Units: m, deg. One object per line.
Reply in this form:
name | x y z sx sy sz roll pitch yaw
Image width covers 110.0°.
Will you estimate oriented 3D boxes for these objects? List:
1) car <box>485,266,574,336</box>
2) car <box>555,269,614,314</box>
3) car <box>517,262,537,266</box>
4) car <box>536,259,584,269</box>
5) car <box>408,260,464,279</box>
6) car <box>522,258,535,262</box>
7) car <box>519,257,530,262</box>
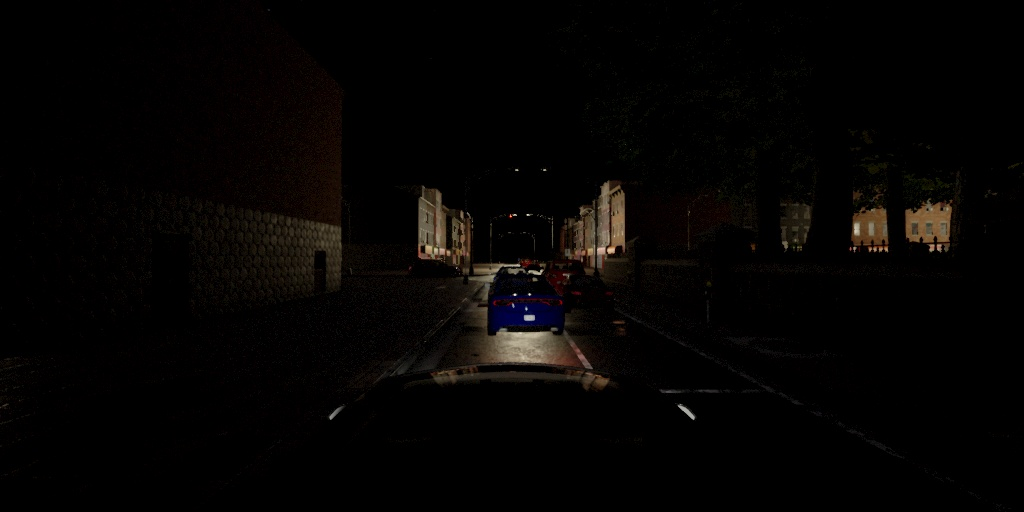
car | 0.227 1.230 10.477 1.882 1.535 5.008 0 0 -4
car | 2.635 1.336 13.555 1.802 1.307 4.207 0 0 0
car | 0.066 1.236 18.048 1.882 1.535 5.008 0 0 1
car | 2.634 1.074 19.004 2.192 1.841 5.009 0 0 0
car | -6.426 1.102 30.598 4.553 1.767 2.097 0 -1 0
car | 2.628 1.349 45.433 1.888 1.381 4.507 0 0 0
car | 2.624 1.394 61.744 1.888 1.381 4.507 0 0 0
